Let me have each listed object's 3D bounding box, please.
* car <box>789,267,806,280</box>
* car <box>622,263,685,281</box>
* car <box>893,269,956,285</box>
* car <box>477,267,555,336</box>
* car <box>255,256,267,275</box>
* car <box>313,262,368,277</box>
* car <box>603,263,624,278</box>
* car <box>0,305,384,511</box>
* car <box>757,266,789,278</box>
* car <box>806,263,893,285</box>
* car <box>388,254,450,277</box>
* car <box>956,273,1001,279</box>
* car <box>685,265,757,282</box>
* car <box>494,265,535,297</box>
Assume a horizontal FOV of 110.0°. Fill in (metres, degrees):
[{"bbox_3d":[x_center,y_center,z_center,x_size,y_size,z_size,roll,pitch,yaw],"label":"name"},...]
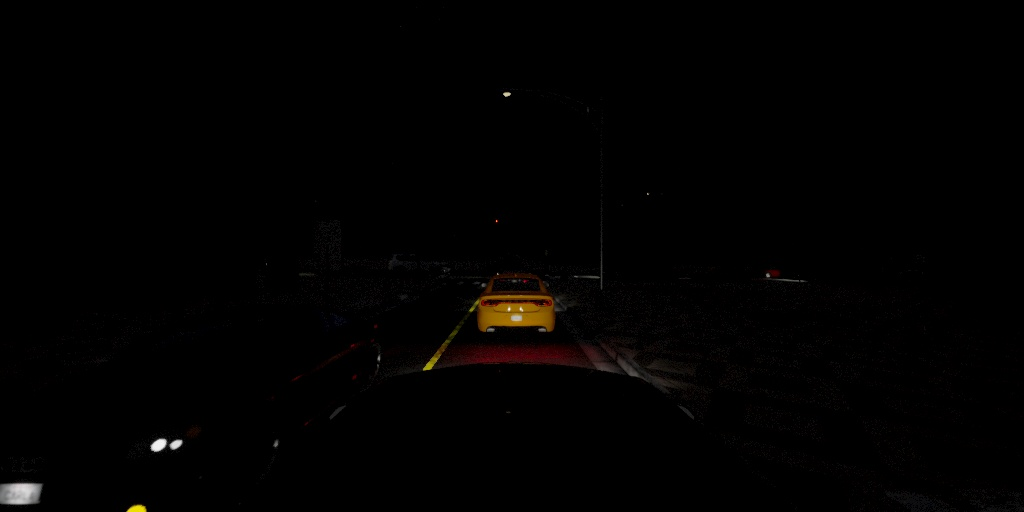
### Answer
[{"bbox_3d":[31.882,1.770,36.821,4.892,1.490,1.837,1,0,0],"label":"car"},{"bbox_3d":[12.141,1.522,30.985,4.313,1.339,1.948,0,0,0],"label":"car"},{"bbox_3d":[34.714,1.861,30.970,4.507,1.381,1.888,0,0,0],"label":"car"},{"bbox_3d":[0.103,1.227,10.430,1.882,1.535,5.008,0,0,0],"label":"car"},{"bbox_3d":[-24.219,0.784,33.670,4.553,1.767,2.097,1,0,0],"label":"car"},{"bbox_3d":[-14.767,1.115,30.905,4.403,1.370,2.007,0,0,0],"label":"car"},{"bbox_3d":[11.899,1.454,36.843,4.892,1.490,1.837,1,0,0],"label":"car"},{"bbox_3d":[-3.100,1.314,4.250,1.994,1.385,4.181,0,0,0],"label":"car"},{"bbox_3d":[29.083,1.763,39.499,4.507,1.381,1.888,0,0,0],"label":"car"},{"bbox_3d":[29.070,1.538,30.974,5.009,1.841,2.192,0,0,0],"label":"car"},{"bbox_3d":[-8.674,0.879,33.656,5.566,2.045,2.150,1,0,0],"label":"car"},{"bbox_3d":[40.364,1.993,30.967,4.207,1.307,1.802,0,0,0],"label":"car"},{"bbox_3d":[17.953,1.568,30.981,4.829,1.417,1.751,0,0,0],"label":"car"},{"bbox_3d":[0.110,1.296,20.257,2.033,1.411,5.357,0,0,0],"label":"car"}]
